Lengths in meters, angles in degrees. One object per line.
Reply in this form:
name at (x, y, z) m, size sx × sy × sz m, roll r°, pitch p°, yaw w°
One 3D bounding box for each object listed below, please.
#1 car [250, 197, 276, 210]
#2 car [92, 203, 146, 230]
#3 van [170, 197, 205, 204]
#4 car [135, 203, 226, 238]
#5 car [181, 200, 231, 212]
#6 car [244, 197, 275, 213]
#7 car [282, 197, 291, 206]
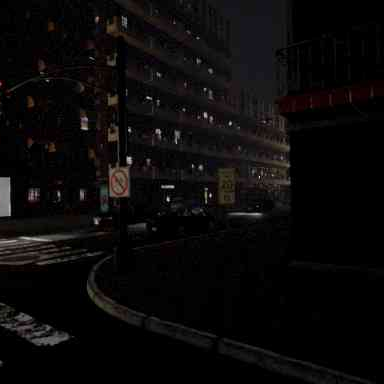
car at (9.428, 1.431, 43.993) m, size 1.967 × 1.590 × 4.097 m, roll -1°, pitch -1°, yaw 36°
car at (-4.063, 1.486, 21.028) m, size 2.128 × 1.511 × 4.902 m, roll -1°, pitch -1°, yaw 35°
van at (-0.330, 1.365, 30.425) m, size 1.690 × 1.788 × 3.998 m, roll -1°, pitch -1°, yaw 36°
car at (-0.433, 1.435, 16.780) m, size 2.008 × 1.369 × 4.403 m, roll -1°, pitch -1°, yaw 36°
car at (1.404, 1.574, 28.608) m, size 1.895 × 1.301 × 4.718 m, roll -1°, pitch -1°, yaw 36°
car at (7.458, 1.478, 37.012) m, size 1.812 × 1.442 × 4.674 m, roll -1°, pitch -1°, yaw 36°
car at (15.835, 1.496, 52.899) m, size 1.752 × 1.417 × 4.829 m, roll -1°, pitch -1°, yaw 36°
